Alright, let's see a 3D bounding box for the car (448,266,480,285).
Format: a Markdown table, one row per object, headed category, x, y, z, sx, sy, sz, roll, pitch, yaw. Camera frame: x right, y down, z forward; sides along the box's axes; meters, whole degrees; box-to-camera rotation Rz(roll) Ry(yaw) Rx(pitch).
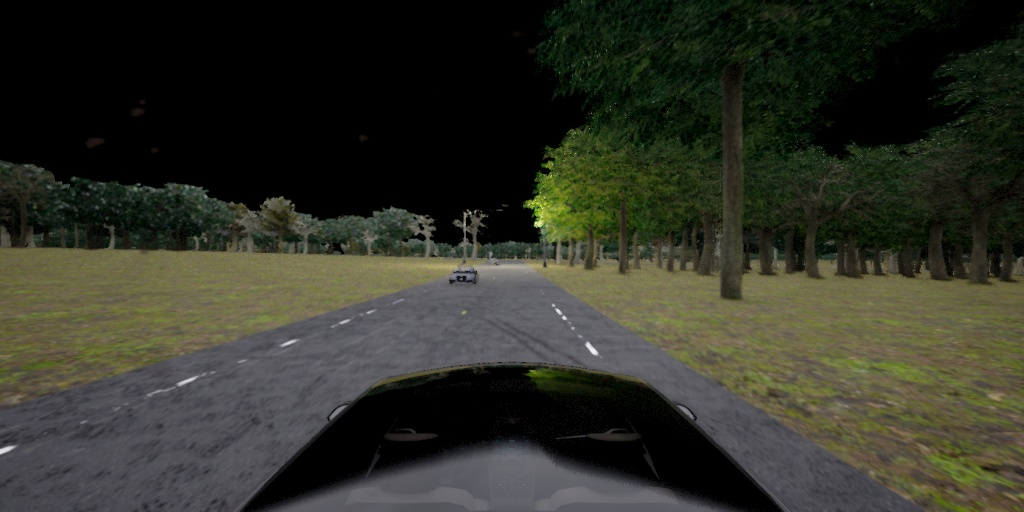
| category | x | y | z | sx | sy | sz | roll | pitch | yaw |
| --- | --- | --- | --- | --- | --- | --- | --- | --- | --- |
| car | -3.598 | 1.462 | 27.530 | 1.994 | 1.385 | 4.181 | 0 | 0 | 0 |
